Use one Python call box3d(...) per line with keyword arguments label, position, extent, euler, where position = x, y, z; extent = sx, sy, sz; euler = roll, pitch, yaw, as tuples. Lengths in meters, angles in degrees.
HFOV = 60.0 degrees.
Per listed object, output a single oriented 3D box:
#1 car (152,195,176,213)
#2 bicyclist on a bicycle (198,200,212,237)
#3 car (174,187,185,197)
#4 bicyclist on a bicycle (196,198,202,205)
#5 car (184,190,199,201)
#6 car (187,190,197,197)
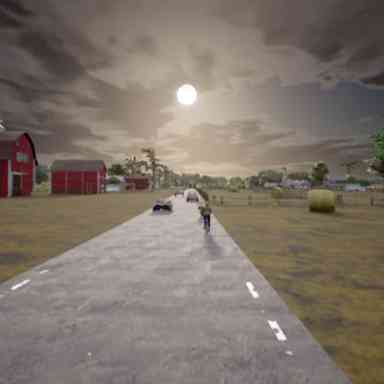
box3d(label="car", position=(-2.845, 1.316, 33.172), extent=(1.895, 1.301, 4.718), euler=(0, 1, 0))
box3d(label="bicyclist on a bicycle", position=(0.757, 1.382, 16.708), extent=(0.582, 1.620, 1.656), euler=(0, 0, 0))
box3d(label="car", position=(-2.746, 0.020, 73.812), extent=(2.150, 2.045, 5.566), euler=(0, 1, 0))
box3d(label="bicyclist on a bicycle", position=(0.744, 1.249, 26.923), extent=(0.866, 1.612, 1.509), euler=(0, 3, 0))
box3d(label="car", position=(0.095, 0.768, 56.157), extent=(1.994, 1.385, 4.181), euler=(0, 1, 0))
box3d(label="car", position=(0.004, 0.338, 73.893), extent=(2.033, 1.411, 5.357), euler=(0, 1, 0))
